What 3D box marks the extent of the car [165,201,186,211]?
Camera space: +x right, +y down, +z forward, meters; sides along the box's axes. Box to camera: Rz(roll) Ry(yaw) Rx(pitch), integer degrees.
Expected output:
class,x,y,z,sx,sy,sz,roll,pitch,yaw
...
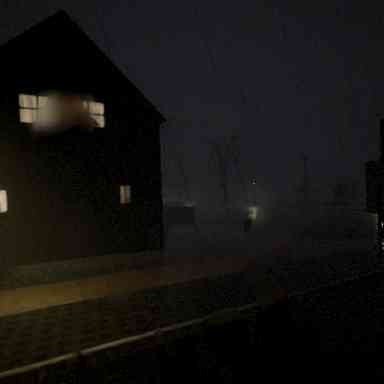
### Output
class,x,y,z,sx,sy,sz,roll,pitch,yaw
car,-2.234,2.074,46.266,1.837,1.490,4.892,-3,1,-30
